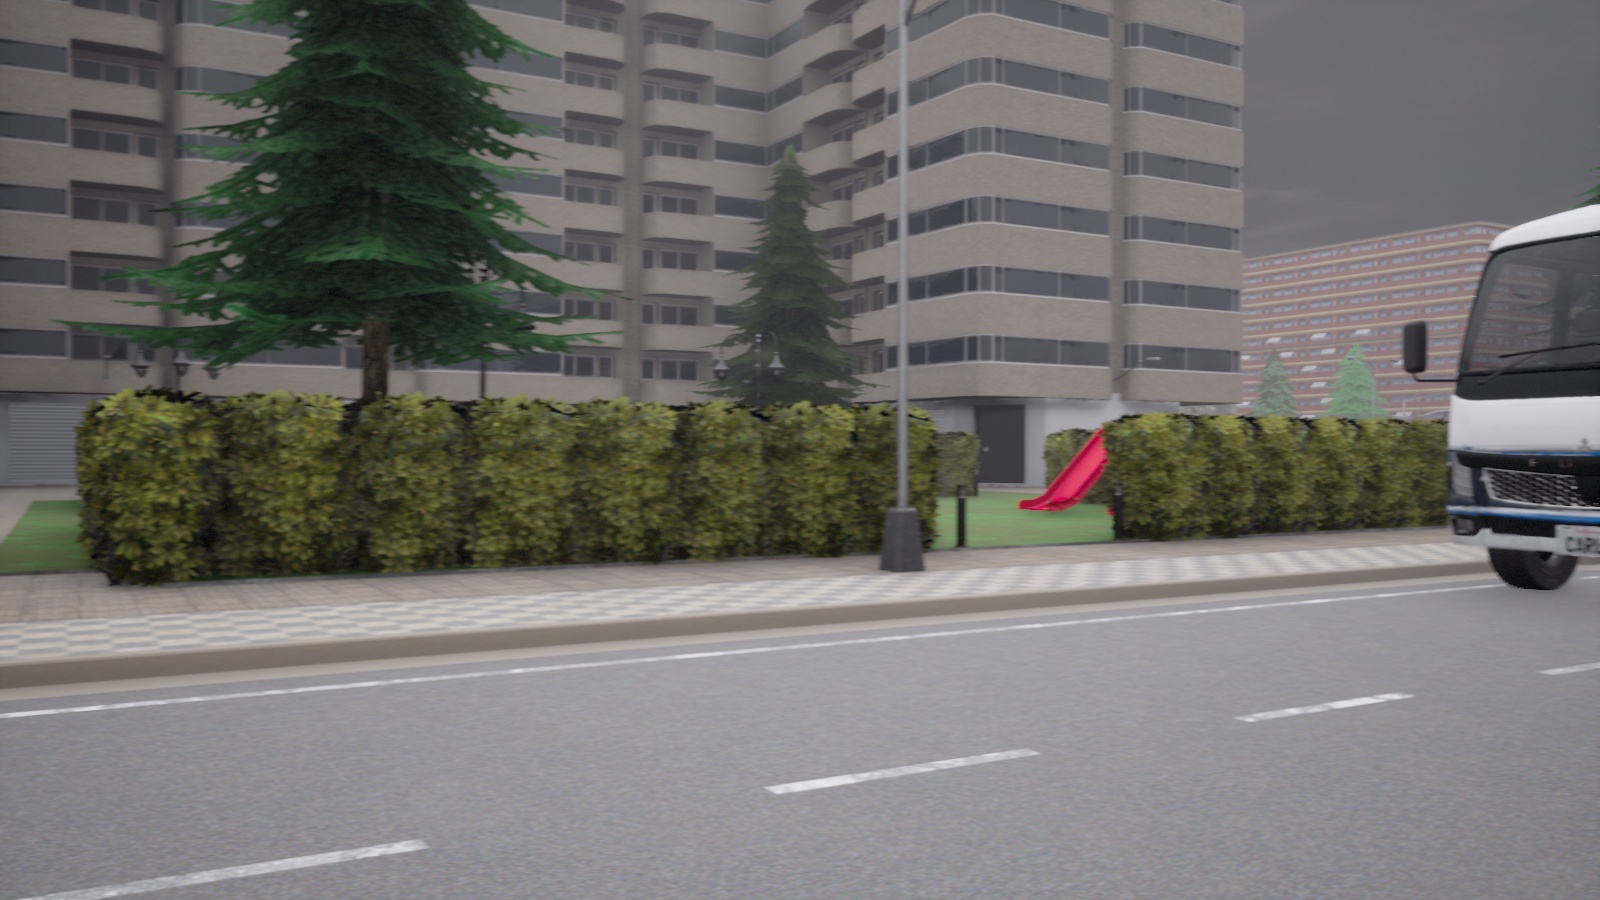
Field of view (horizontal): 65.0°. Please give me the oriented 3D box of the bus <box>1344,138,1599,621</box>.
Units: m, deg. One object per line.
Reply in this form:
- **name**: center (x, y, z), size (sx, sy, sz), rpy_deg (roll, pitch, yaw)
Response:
- **bus**: center (11.190, -0.624, 14.154), size (10.273, 4.253, 3.944), rpy_deg (0, 0, -30)
